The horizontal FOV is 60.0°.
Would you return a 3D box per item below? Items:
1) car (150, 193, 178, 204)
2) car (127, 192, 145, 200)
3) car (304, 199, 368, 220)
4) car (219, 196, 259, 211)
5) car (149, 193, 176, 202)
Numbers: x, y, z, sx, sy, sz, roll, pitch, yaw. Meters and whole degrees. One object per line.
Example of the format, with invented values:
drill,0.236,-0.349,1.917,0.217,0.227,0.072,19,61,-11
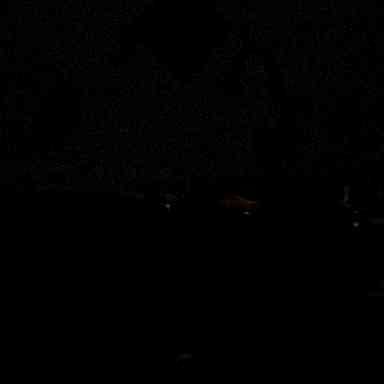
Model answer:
car,-3.868,0.951,48.590,1.812,1.442,4.674,1,0,-35
car,-10.614,0.764,62.844,1.994,1.385,4.181,1,0,-36
car,11.590,1.370,26.997,1.882,1.535,5.008,1,0,-36
car,5.051,1.171,36.115,1.882,1.535,5.008,1,0,-36
car,-4.961,0.914,55.058,2.033,1.411,5.357,1,0,-35
